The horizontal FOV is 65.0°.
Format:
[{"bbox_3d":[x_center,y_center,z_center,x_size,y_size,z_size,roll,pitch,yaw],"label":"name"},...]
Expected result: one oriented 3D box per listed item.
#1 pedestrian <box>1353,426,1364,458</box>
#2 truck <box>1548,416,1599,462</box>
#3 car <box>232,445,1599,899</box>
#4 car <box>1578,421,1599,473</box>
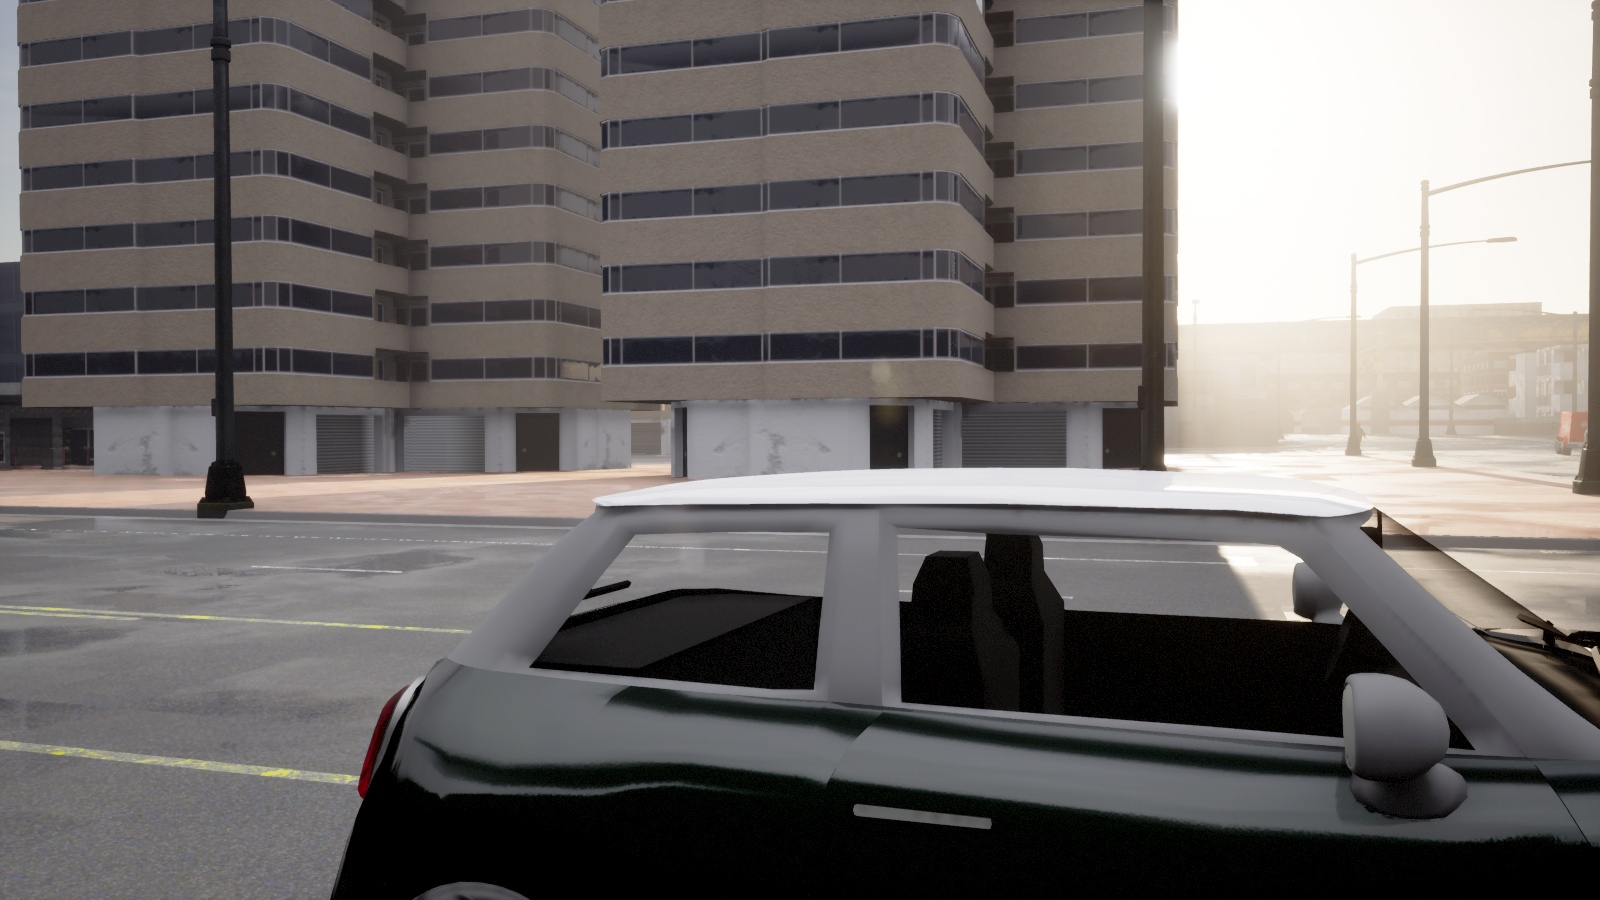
[{"bbox_3d":[32.112,-0.461,72.193,0.431,1.840,0.709,0,1,13],"label":"pedestrian"},{"bbox_3d":[44.134,-0.612,70.729,2.627,2.467,5.204,1,1,22],"label":"truck"},{"bbox_3d":[0.941,0.749,2.925,3.806,1.475,1.970,1,1,19],"label":"car"},{"bbox_3d":[32.302,-0.116,48.881,2.150,2.045,5.566,1,1,18],"label":"car"}]
